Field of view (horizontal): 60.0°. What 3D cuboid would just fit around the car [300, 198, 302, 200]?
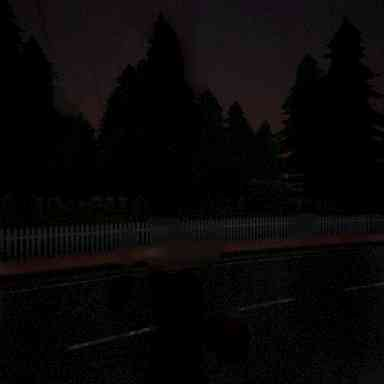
[{"bbox_3d":[20.969,1.548,59.689,2.128,1.511,4.902,0,0,-3],"label":"car"}]
